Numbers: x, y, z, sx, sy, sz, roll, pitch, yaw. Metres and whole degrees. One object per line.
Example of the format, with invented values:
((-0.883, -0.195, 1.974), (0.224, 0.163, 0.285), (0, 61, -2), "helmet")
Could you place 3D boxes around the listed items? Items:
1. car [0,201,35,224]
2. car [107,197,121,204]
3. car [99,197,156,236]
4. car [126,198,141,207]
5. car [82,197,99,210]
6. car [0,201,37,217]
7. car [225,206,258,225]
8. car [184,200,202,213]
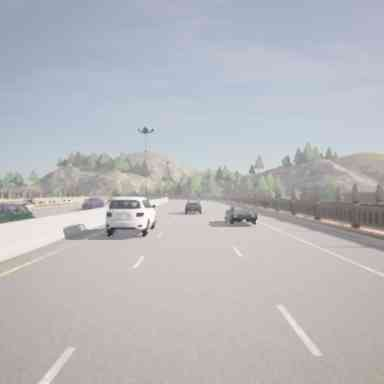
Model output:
((-10.584, 1.431, 18.296), (2.097, 1.767, 4.553), (0, 0, 0), "car")
((-17.439, 1.853, 74.321), (1.882, 1.535, 5.008), (0, 0, 0), "car")
((-3.386, 1.306, 19.133), (2.150, 2.045, 5.566), (0, 0, 0), "car")
((-10.479, 1.787, 59.977), (1.837, 1.490, 4.892), (0, 0, 1), "car")
((-14.033, 1.562, 47.311), (2.097, 1.767, 4.553), (0, 0, 0), "car")
((-17.564, 1.670, 33.441), (1.812, 1.442, 4.674), (0, 0, 0), "car")
((3.620, 1.713, 25.221), (1.895, 1.301, 4.718), (0, 0, 0), "car")
((0.131, 1.663, 38.714), (2.128, 1.511, 4.902), (0, 0, 0), "car")
